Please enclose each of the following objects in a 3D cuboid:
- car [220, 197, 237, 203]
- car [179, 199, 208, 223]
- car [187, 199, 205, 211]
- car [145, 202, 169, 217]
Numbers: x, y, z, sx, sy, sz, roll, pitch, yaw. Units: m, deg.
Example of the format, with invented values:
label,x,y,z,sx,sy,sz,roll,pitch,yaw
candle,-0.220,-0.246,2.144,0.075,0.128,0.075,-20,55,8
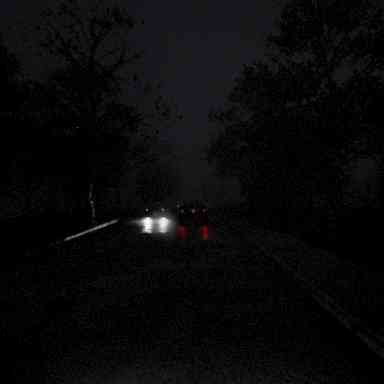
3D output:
label,x,y,z,sx,sy,sz,roll,pitch,yaw
car,7.843,1.742,72.040,1.895,1.301,4.718,-3,-3,36
car,0.100,1.407,25.917,2.097,1.767,4.553,0,0,0
car,0.545,1.645,42.969,1.994,1.385,4.181,0,0,5
car,-3.309,1.669,32.147,1.895,1.301,4.718,0,0,1
